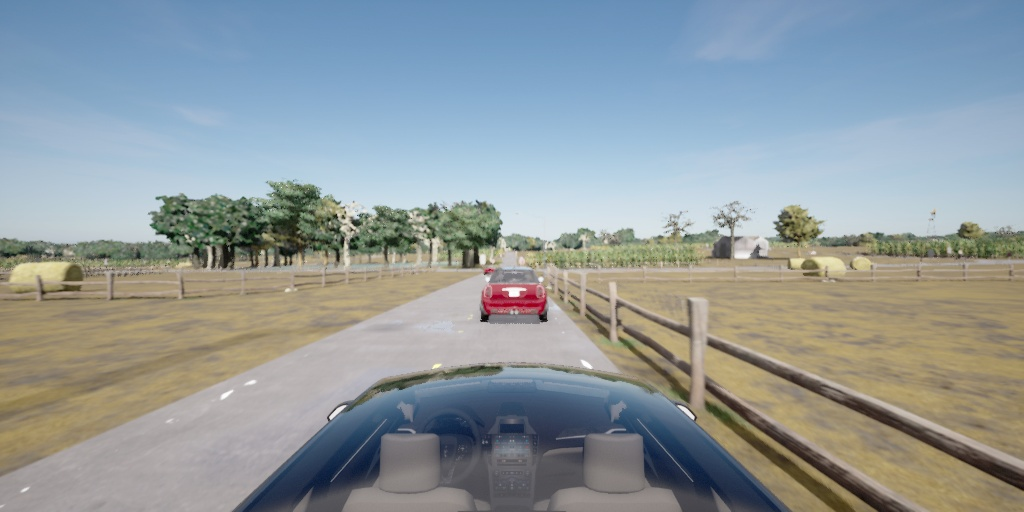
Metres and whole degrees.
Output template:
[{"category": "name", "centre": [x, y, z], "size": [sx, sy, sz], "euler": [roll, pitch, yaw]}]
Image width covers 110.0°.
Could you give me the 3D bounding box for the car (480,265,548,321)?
[{"category": "car", "centre": [0.081, 1.151, 12.784], "size": [2.097, 1.767, 4.553], "euler": [0, -1, 0]}]

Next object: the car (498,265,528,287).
[{"category": "car", "centre": [0.101, 1.474, 28.183], "size": [2.128, 1.511, 4.902], "euler": [0, -1, 0]}]

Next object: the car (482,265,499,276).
[{"category": "car", "centre": [-2.787, 1.906, 47.616], "size": [1.895, 1.301, 4.718], "euler": [0, -1, 0]}]
